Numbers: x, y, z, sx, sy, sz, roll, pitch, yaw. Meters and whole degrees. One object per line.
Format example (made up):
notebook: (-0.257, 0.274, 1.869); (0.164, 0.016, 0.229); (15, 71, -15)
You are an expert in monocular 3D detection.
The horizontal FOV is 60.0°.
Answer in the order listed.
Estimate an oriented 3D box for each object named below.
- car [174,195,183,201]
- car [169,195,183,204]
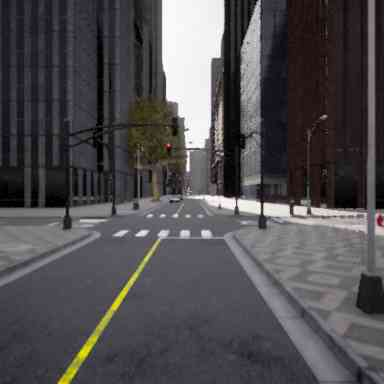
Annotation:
car: (-2.984, 1.376, 76.661); (1.895, 1.301, 4.718); (0, 0, 0)
car: (-2.988, 1.380, 58.942); (2.033, 1.411, 5.357); (0, 0, 0)
